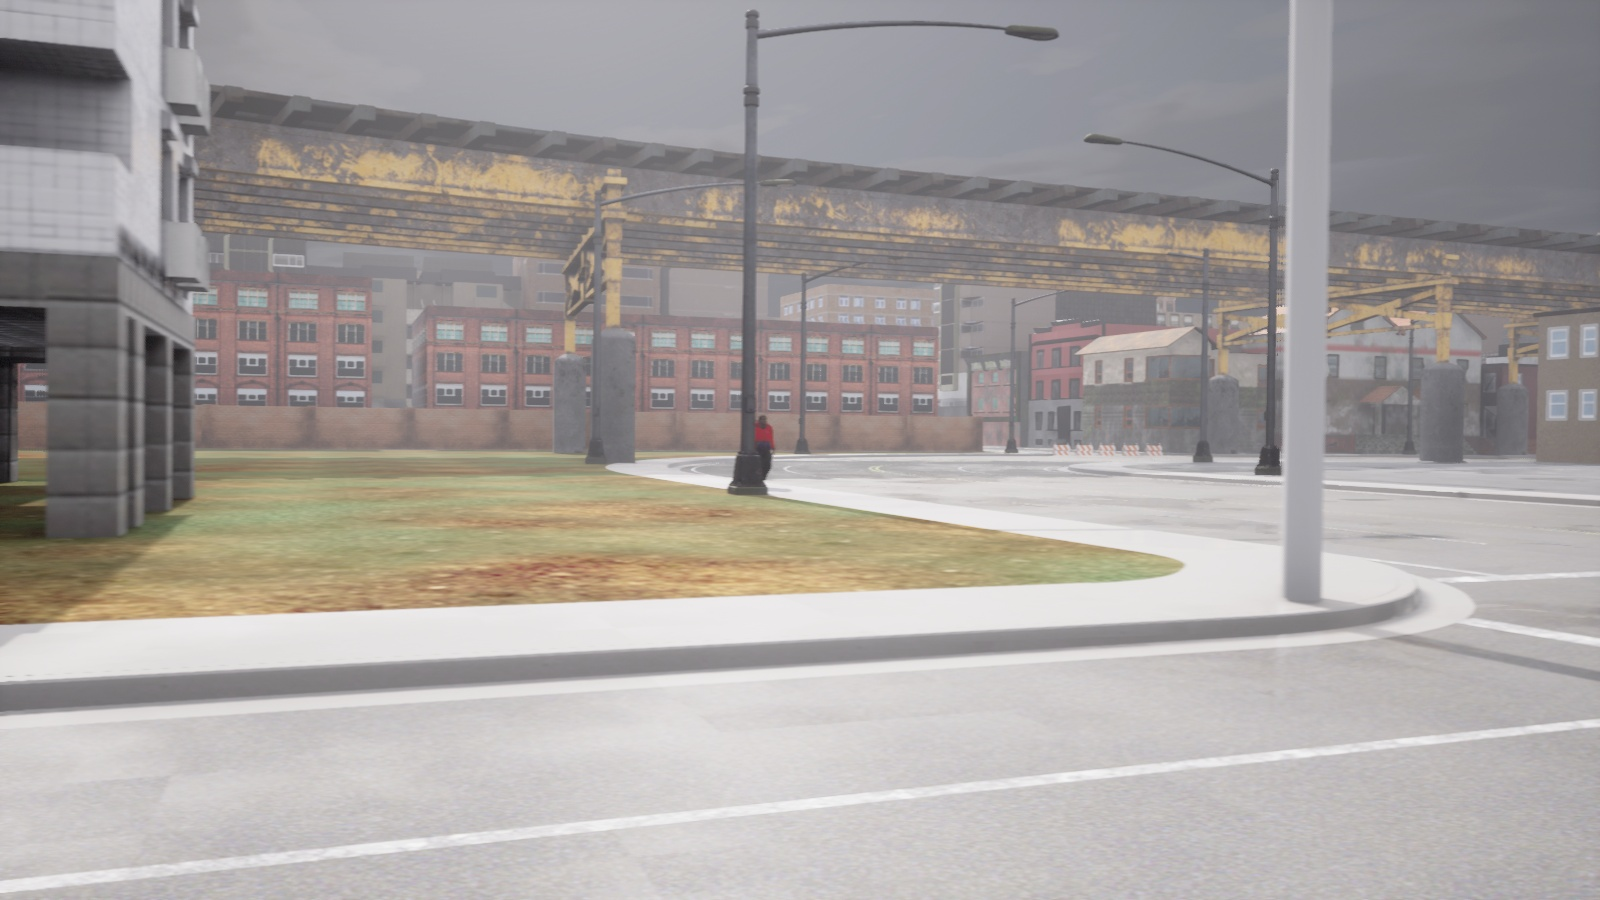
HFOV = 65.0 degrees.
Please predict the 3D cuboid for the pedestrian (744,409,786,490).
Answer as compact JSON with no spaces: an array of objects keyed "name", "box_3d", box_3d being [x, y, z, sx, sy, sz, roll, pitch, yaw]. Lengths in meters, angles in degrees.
[{"name":"pedestrian","box_3d":[-0.824,-0.023,29.347,0.634,1.844,0.899,-1,1,-26]}]
